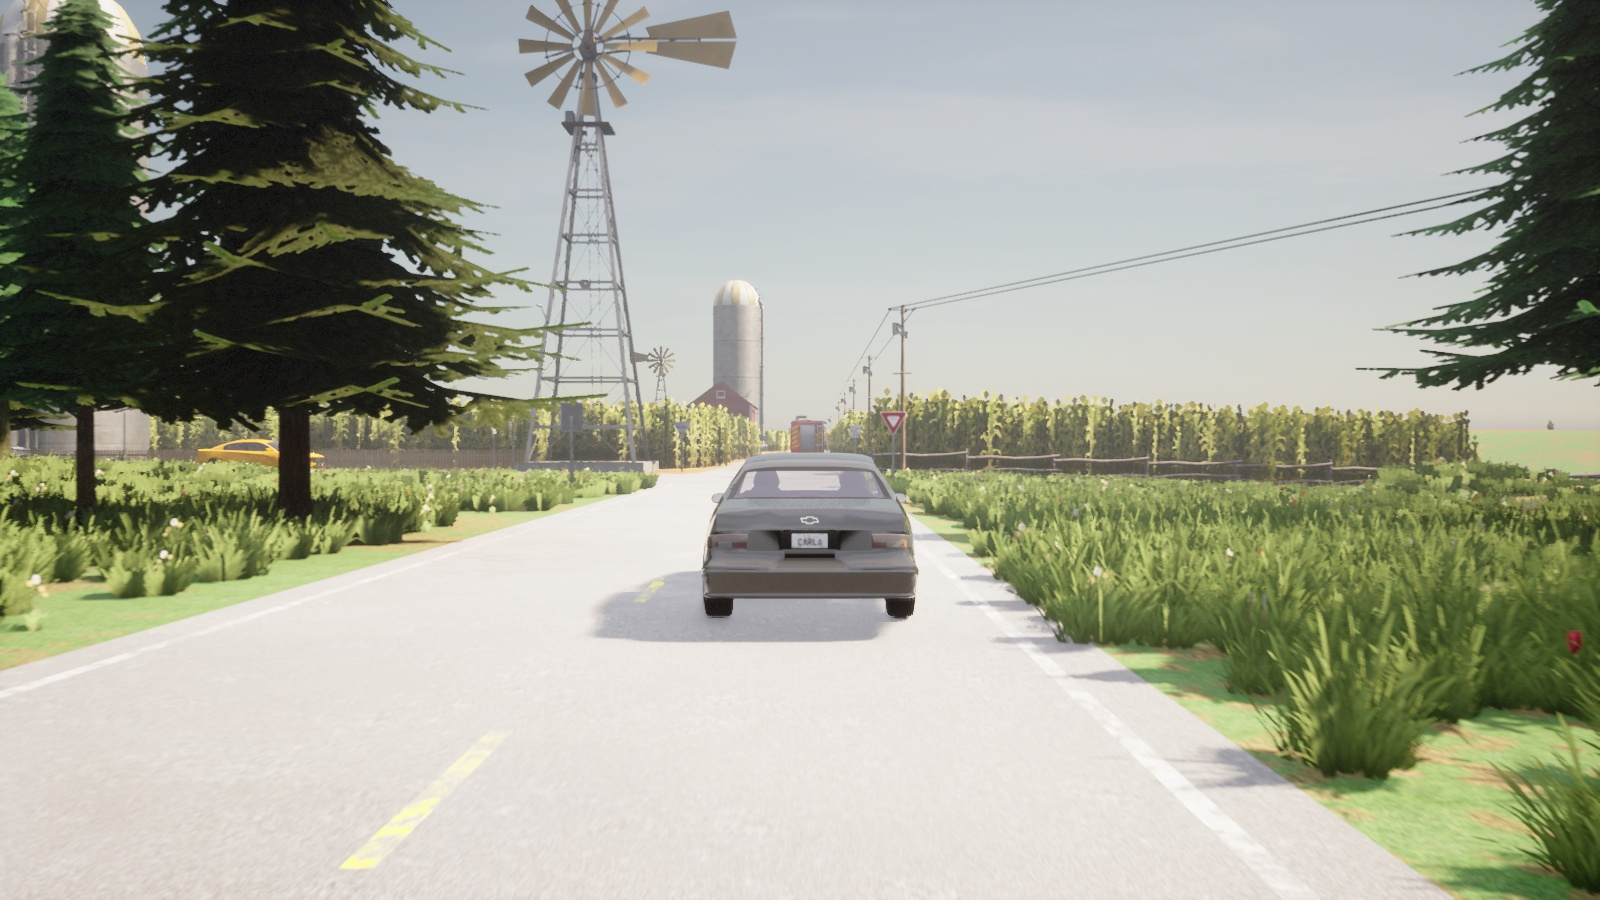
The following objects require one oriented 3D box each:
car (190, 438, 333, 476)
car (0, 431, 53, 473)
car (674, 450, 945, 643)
[{"bbox_3d":[-21.818,0.279,51.029,5.008,1.535,1.882,0,0,1],"label":"car"},{"bbox_3d":[-33.611,0.070,51.206,5.027,1.651,2.152,0,0,1],"label":"car"},{"bbox_3d":[0.085,0.726,12.112,2.033,1.411,5.357,0,0,0],"label":"car"}]
